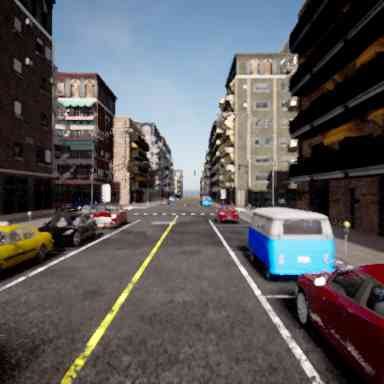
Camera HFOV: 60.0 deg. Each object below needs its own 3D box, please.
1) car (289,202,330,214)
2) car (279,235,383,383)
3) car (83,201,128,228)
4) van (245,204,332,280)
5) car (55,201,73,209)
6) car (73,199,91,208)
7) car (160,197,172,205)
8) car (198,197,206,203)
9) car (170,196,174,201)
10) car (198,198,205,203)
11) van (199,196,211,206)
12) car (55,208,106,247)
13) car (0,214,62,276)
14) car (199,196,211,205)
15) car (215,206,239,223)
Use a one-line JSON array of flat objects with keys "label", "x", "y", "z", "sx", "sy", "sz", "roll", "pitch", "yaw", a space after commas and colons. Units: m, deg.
[{"label": "car", "x": 14.719, "y": 2.025, "z": 41.953, "sx": 4.507, "sy": 1.381, "sz": 1.887, "roll": 1, "pitch": -1, "yaw": 0}, {"label": "car", "x": 2.685, "y": 1.569, "z": 4.188, "sx": 1.887, "sy": 1.381, "sz": 4.507, "roll": 0, "pitch": 0, "yaw": 0}, {"label": "car", "x": -5.739, "y": 1.580, "z": 23.049, "sx": 1.967, "sy": 1.590, "sz": 4.097, "roll": 0, "pitch": 0, "yaw": 0}, {"label": "van", "x": 2.683, "y": 1.398, "z": 9.850, "sx": 1.690, "sy": 1.788, "sz": 3.998, "roll": 0, "pitch": 0, "yaw": 0}, {"label": "car", "x": -17.734, "y": 1.741, "z": 42.016, "sx": 4.206, "sy": 1.307, "sz": 1.802, "roll": 1, "pitch": 0, "yaw": 0}, {"label": "car", "x": -13.809, "y": 1.731, "z": 44.693, "sx": 4.674, "sy": 1.442, "sz": 1.812, "roll": 2, "pitch": 0, "yaw": 0}, {"label": "car", "x": -5.841, "y": 2.096, "z": 70.277, "sx": 1.802, "sy": 1.307, "sz": 4.206, "roll": -1, "pitch": -1, "yaw": 0}, {"label": "car", "x": 2.682, "y": 2.114, "z": 86.789, "sx": 1.967, "sy": 1.590, "sz": 4.097, "roll": -1, "pitch": -1, "yaw": 0}, {"label": "car", "x": -5.841, "y": 2.131, "z": 75.798, "sx": 1.947, "sy": 1.339, "sz": 4.313, "roll": -1, "pitch": -1, "yaw": 0}, {"label": "car", "x": 2.683, "y": 2.275, "z": 92.308, "sx": 1.887, "sy": 1.381, "sz": 4.507, "roll": -1, "pitch": -1, "yaw": 0}, {"label": "van", "x": 2.811, "y": 1.806, "z": 64.732, "sx": 1.690, "sy": 1.788, "sz": 3.998, "roll": -1, "pitch": -1, "yaw": 0}, {"label": "car", "x": -5.695, "y": 1.657, "z": 15.537, "sx": 1.947, "sy": 1.339, "sz": 4.313, "roll": 0, "pitch": 0, "yaw": 0}, {"label": "car", "x": -5.696, "y": 1.581, "z": 9.706, "sx": 1.752, "sy": 1.417, "sz": 4.829, "roll": 0, "pitch": 0, "yaw": 0}, {"label": "car", "x": 2.722, "y": 1.829, "z": 70.229, "sx": 2.192, "sy": 1.841, "sz": 5.009, "roll": -1, "pitch": -1, "yaw": 0}, {"label": "car", "x": 2.792, "y": 1.748, "z": 26.829, "sx": 1.802, "sy": 1.307, "sz": 4.206, "roll": 0, "pitch": 0, "yaw": 0}]
